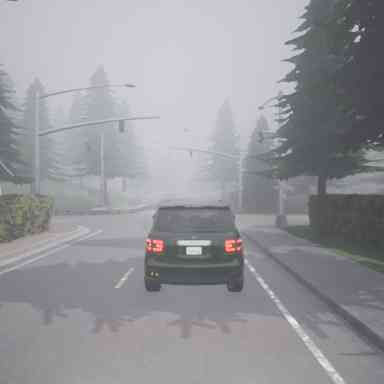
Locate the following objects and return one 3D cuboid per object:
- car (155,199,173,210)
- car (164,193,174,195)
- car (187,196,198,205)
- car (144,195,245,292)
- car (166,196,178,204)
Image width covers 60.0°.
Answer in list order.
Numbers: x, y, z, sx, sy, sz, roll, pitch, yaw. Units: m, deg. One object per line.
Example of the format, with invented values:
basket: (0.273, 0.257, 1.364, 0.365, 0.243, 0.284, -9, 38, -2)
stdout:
car: (-3.627, 1.600, 43.912, 1.895, 1.301, 4.718, 0, 0, 0)
car: (-3.625, 1.221, 53.821, 2.150, 2.045, 5.566, 0, 0, -1)
car: (0.050, 1.525, 58.497, 1.812, 1.442, 4.674, 0, 0, -1)
car: (0.057, 1.221, 9.079, 2.150, 2.045, 5.566, 0, 0, 0)
car: (-3.921, 1.504, 64.250, 1.837, 1.490, 4.892, 0, 0, -8)
